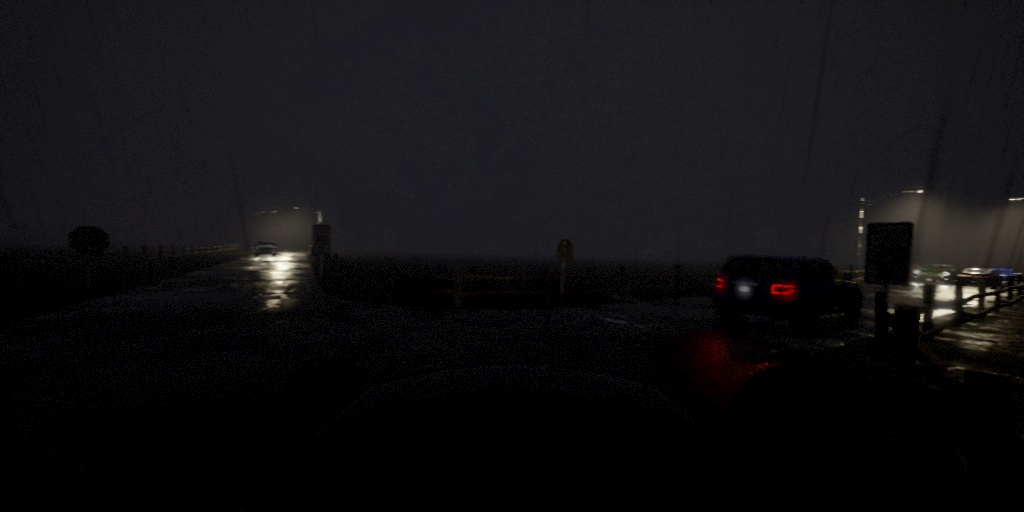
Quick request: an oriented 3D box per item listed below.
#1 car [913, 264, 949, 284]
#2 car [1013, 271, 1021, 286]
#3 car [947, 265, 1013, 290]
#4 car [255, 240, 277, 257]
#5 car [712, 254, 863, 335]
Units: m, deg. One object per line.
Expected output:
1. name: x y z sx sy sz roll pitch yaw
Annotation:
1. car: 37.296 1.479 31.476 4.553 1.767 2.097 1 2 -31
2. car: 44.216 1.855 32.430 4.674 1.442 1.812 1 2 -31
3. car: 35.281 1.686 27.008 4.902 1.511 2.128 1 2 -31
4. car: -32.195 -1.000 47.035 2.150 2.045 5.566 1 2 -31
5. car: 8.531 1.011 11.006 5.566 2.045 2.150 1 2 -31
